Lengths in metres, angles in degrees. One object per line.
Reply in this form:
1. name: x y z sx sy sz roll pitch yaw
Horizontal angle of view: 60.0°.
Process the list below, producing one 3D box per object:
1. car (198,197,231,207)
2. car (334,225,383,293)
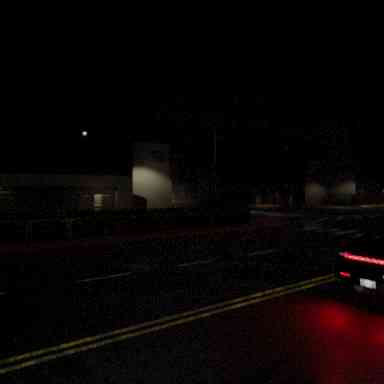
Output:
1. car: 2.724 1.397 40.364 2.128 1.511 4.902 0 0 -36
2. car: 5.216 1.460 7.526 4.902 1.511 2.128 0 0 -35
